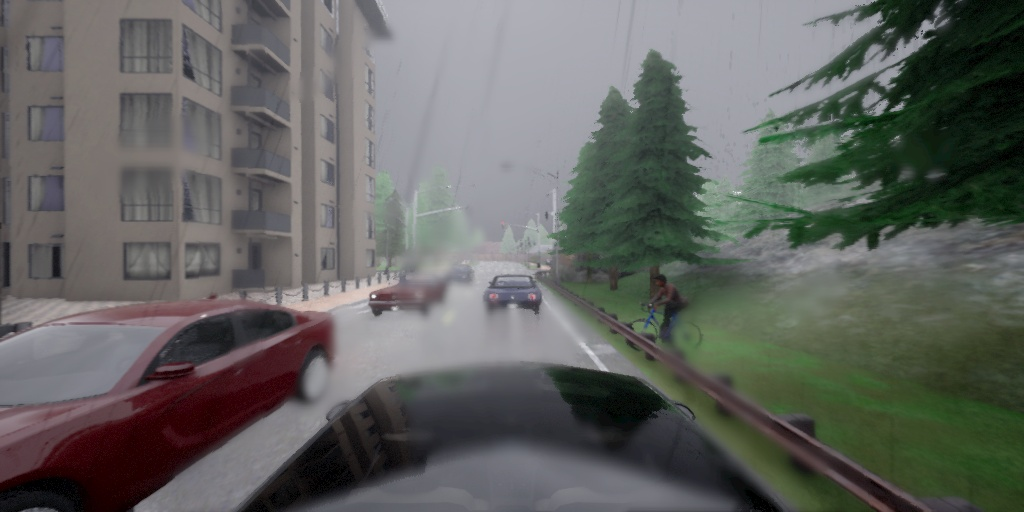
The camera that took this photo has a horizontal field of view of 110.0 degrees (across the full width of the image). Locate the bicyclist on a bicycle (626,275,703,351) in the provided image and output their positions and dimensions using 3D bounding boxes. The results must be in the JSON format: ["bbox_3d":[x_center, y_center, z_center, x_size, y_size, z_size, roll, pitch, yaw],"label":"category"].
[{"bbox_3d":[3.230,1.228,7.531,1.656,1.620,0.582,4,0,-1],"label":"bicyclist on a bicycle"}]

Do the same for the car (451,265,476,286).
[{"bbox_3d":[-3.630,1.338,25.483,2.033,1.411,5.357,0,0,0],"label":"car"}]

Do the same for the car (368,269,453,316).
[{"bbox_3d":[-3.649,1.348,13.451,1.895,1.301,4.718,0,0,0],"label":"car"}]

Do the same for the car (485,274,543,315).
[{"bbox_3d":[0.049,1.339,13.620,1.895,1.301,4.718,0,0,0],"label":"car"}]

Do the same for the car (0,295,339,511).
[{"bbox_3d":[-3.600,1.234,3.488,1.882,1.535,5.008,0,0,0],"label":"car"}]
